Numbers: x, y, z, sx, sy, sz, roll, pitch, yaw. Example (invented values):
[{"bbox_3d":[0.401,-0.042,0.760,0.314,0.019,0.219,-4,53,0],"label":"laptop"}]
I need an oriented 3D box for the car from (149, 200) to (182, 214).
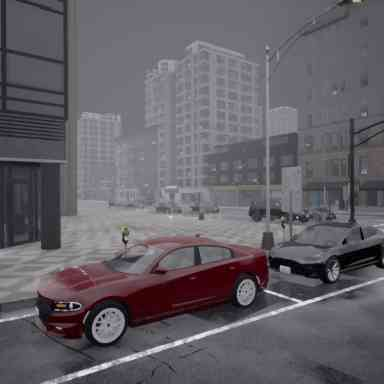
[{"bbox_3d":[-3.093,1.976,41.585,1.837,1.490,4.892,0,0,-35],"label":"car"}]

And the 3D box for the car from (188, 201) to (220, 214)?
[{"bbox_3d":[1.402,1.921,40.853,1.837,1.490,4.892,0,0,-35],"label":"car"}]

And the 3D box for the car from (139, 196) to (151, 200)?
[{"bbox_3d":[-10.320,1.928,68.998,2.150,2.045,5.566,0,0,-35],"label":"car"}]

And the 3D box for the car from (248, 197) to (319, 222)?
[{"bbox_3d":[7.074,1.473,27.207,2.150,2.045,5.566,0,0,-35],"label":"car"}]

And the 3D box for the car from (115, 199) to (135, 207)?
[{"bbox_3d":[-13.858,2.285,68.377,2.033,1.411,5.357,0,0,-35],"label":"car"}]

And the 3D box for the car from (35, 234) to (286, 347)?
[{"bbox_3d":[-0.496,1.544,6.299,4.507,1.381,1.887,0,0,-35],"label":"car"}]

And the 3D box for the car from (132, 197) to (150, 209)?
[{"bbox_3d":[-9.714,2.151,56.723,2.128,1.511,4.902,0,0,-35],"label":"car"}]

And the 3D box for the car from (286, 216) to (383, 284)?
[{"bbox_3d":[4.099,1.564,9.576,4.313,1.339,1.947,0,0,-35],"label":"car"}]

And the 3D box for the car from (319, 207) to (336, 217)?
[{"bbox_3d":[10.126,1.790,28.521,1.994,1.385,4.181,0,0,-36],"label":"car"}]

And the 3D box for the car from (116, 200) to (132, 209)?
[{"bbox_3d":[-12.368,1.902,54.845,2.128,1.511,4.902,0,0,-35],"label":"car"}]
